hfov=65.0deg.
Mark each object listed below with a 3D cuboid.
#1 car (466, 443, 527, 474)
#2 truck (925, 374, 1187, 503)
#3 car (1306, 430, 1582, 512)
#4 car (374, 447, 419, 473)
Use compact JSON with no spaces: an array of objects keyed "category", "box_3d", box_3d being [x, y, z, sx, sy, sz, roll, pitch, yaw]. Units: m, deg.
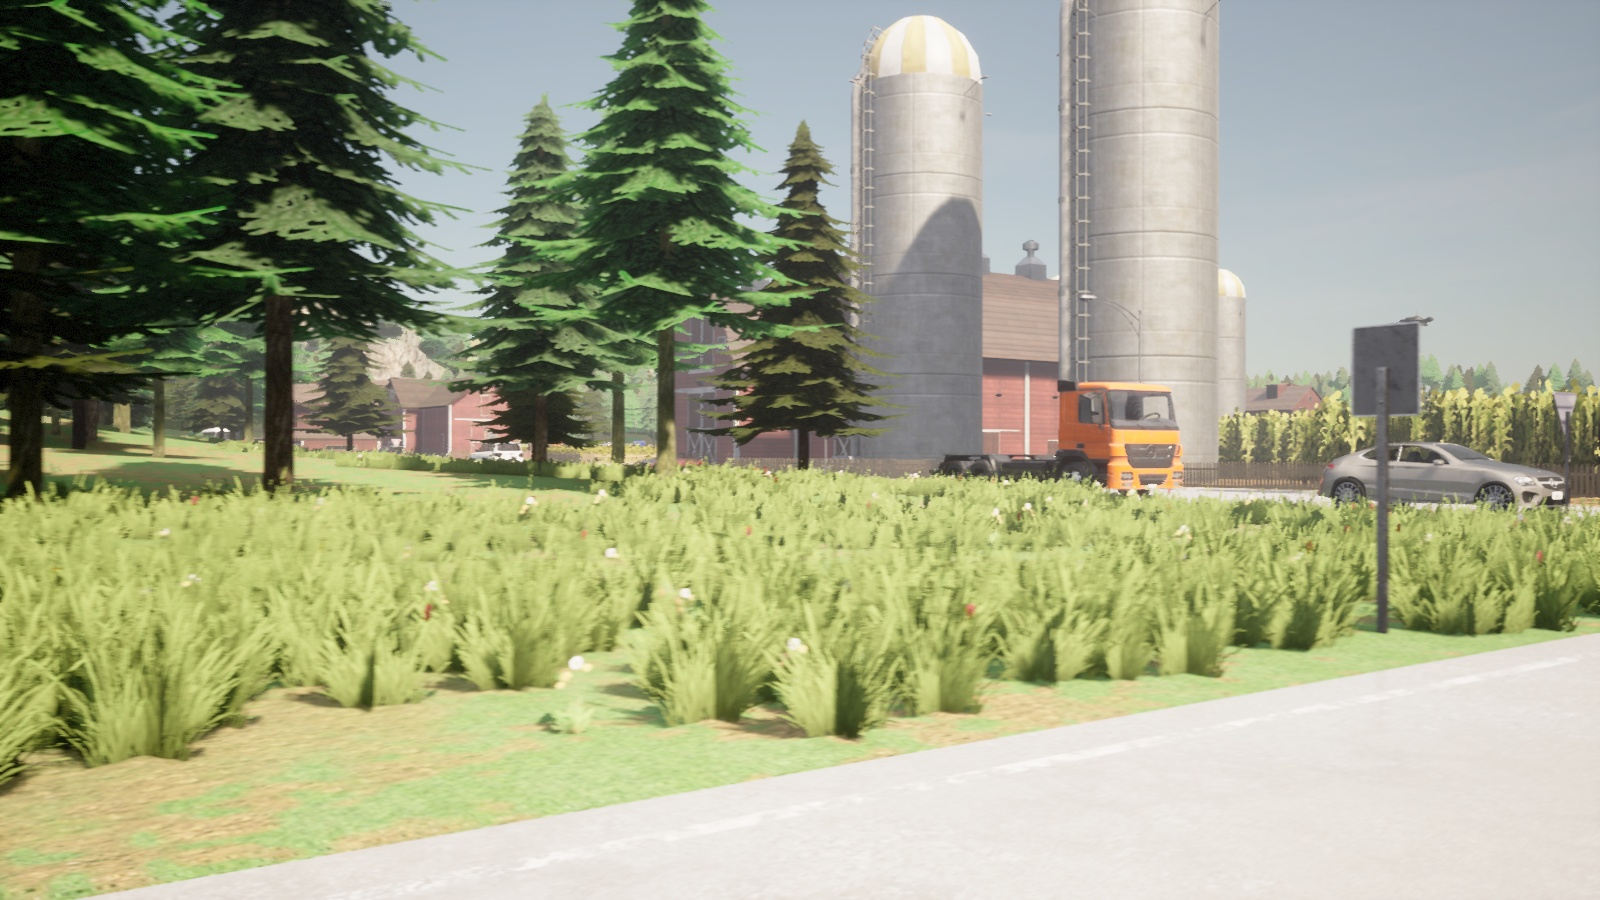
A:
[{"category":"car","box_3d":[-20.562,0.575,84.887,2.150,2.045,5.566,0,0,-34]},{"category":"truck","box_3d":[7.417,-0.301,37.651,2.891,3.462,7.936,0,0,-34]},{"category":"car","box_3d":[14.112,0.421,27.834,2.152,1.651,5.027,0,0,-34]},{"category":"car","box_3d":[-29.565,0.709,91.876,1.932,1.855,4.605,0,0,-34]}]
